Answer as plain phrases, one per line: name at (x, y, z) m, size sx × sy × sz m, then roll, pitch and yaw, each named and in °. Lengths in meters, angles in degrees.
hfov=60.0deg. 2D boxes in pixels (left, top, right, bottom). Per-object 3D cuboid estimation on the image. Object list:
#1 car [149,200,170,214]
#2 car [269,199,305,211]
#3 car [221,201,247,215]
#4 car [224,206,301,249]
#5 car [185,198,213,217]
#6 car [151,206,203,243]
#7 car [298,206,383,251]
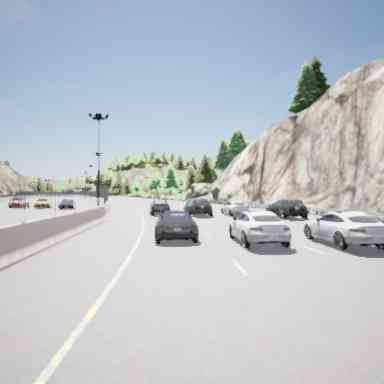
car at (-3.326, 1.547, 33.914) m, size 2.128 × 1.511 × 4.902 m, roll 0°, pitch 0°, yaw -11°
car at (8.177, 1.375, 28.948) m, size 2.097 × 1.767 × 4.553 m, roll 0°, pitch 0°, yaw -8°
car at (4.134, 1.562, 32.032) m, size 1.812 × 1.442 × 4.674 m, roll 0°, pitch 0°, yaw -10°
car at (2.861, 1.540, 14.630) m, size 1.812 × 1.442 × 4.674 m, roll 0°, pitch 0°, yaw -5°
car at (0.550, 1.396, 32.127) m, size 2.097 × 1.767 × 4.553 m, roll 0°, pitch 0°, yaw -10°
car at (-0.813, 1.589, 16.298) m, size 1.994 × 1.385 × 4.181 m, roll 0°, pitch 0°, yaw -5°
car at (6.420, 1.531, 14.067) m, size 1.812 × 1.442 × 4.674 m, roll 0°, pitch 0°, yaw -4°
